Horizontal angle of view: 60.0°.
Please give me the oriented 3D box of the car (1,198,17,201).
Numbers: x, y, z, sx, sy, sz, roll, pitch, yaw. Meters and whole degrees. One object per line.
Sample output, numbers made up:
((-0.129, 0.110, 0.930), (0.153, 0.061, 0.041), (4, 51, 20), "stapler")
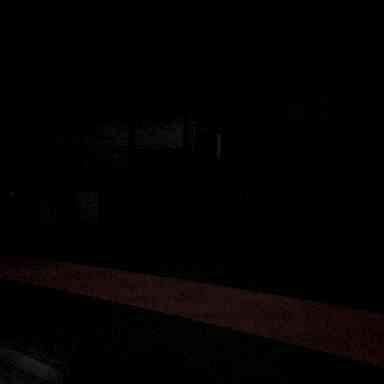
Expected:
((-17.798, 1.343, 32.390), (1.837, 1.490, 4.892), (0, 0, 23), "car")
